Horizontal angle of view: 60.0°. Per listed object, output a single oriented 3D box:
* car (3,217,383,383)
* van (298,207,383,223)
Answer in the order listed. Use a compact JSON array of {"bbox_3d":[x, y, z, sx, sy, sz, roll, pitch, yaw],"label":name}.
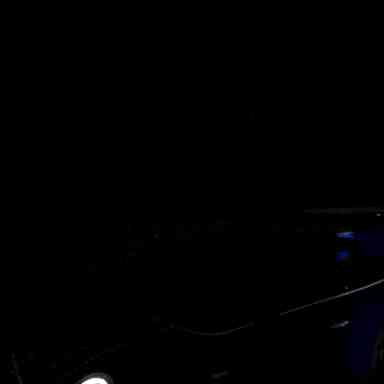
[{"bbox_3d":[0.439,1.353,3.770,4.553,1.767,2.097,0,0,-33],"label":"car"},{"bbox_3d":[4.655,1.347,9.996,3.998,1.788,1.690,0,0,-36],"label":"van"}]
